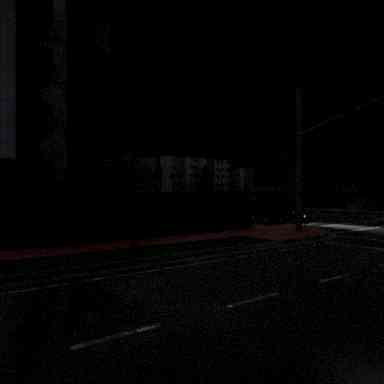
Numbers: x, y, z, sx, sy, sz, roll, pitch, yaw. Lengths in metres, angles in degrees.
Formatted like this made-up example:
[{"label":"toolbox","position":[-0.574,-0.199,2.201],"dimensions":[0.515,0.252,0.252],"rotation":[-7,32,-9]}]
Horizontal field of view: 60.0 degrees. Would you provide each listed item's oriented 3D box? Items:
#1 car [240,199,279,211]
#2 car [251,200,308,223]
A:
[{"label":"car","position":[8.349,1.601,41.446],"dimensions":[1.895,1.301,4.718],"rotation":[0,0,-34]},{"label":"car","position":[6.688,1.492,26.003],"dimensions":[2.128,1.511,4.902],"rotation":[0,0,-36]}]
